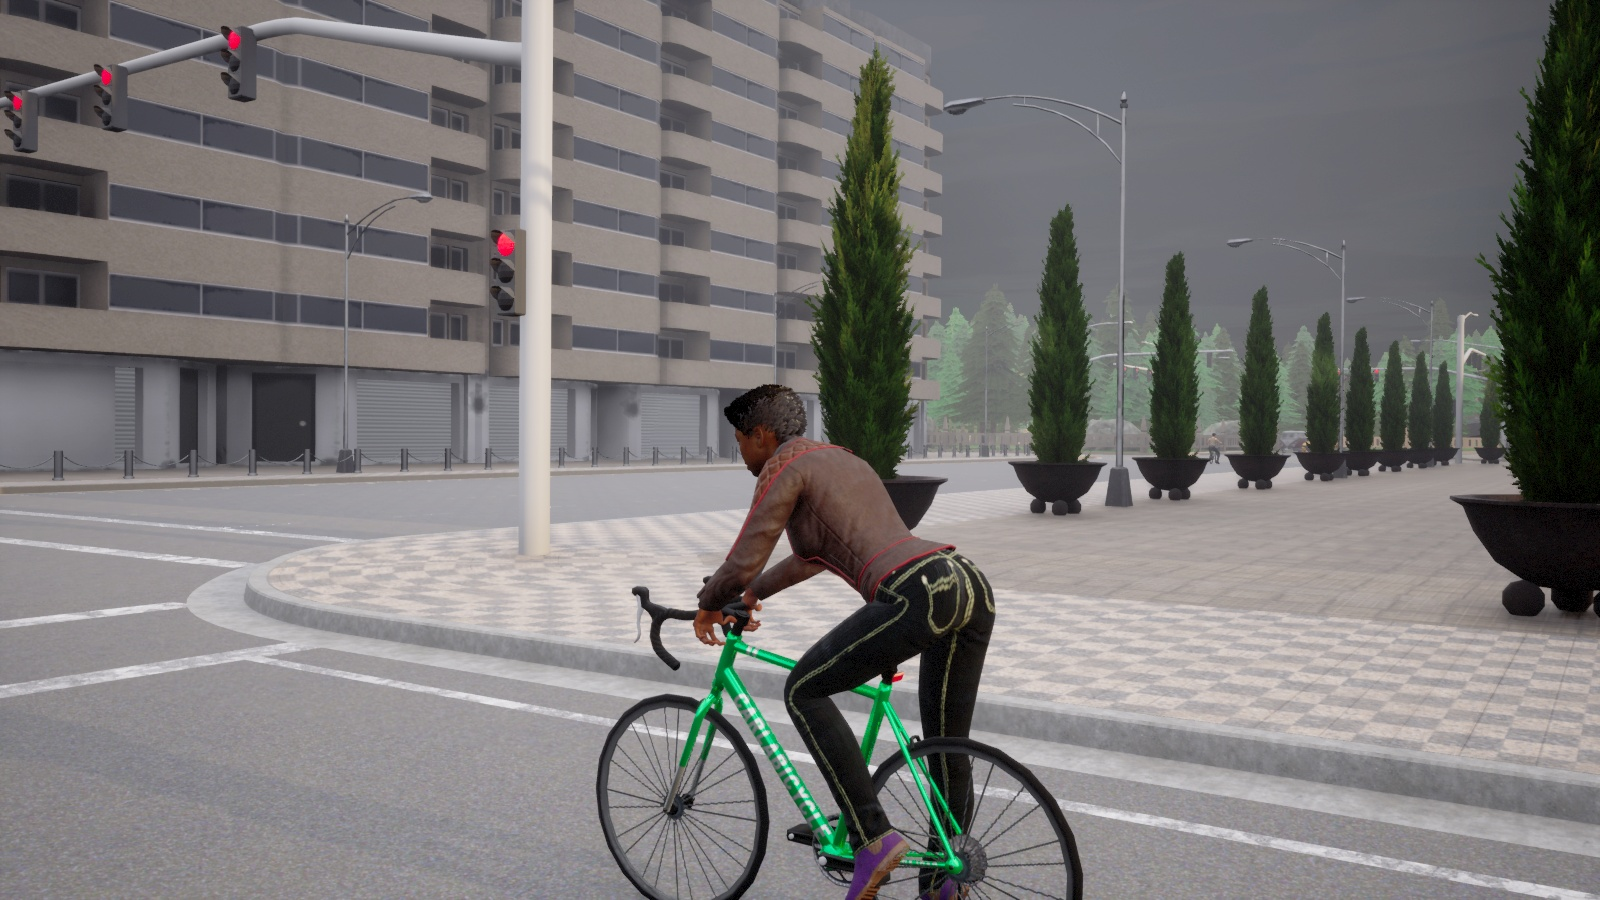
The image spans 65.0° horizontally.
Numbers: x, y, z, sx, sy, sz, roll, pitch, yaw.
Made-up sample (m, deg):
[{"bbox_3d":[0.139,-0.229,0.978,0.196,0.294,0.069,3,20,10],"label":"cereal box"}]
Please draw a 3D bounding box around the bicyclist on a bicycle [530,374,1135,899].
[{"bbox_3d":[0.045,0.635,3.593,1.656,1.620,0.582,0,1,34],"label":"bicyclist on a bicycle"}]
